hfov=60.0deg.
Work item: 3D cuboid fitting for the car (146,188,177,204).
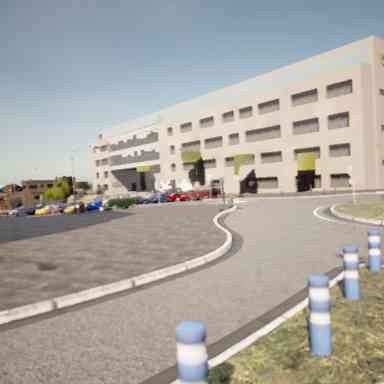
[{"bbox_3d":[-3.653,0.550,51.280,5.566,2.045,2.435,-6,0,-45],"label":"car"}]

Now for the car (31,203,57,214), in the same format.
[{"bbox_3d":[-38.732,4.322,87.113,5.566,2.045,2.435,-6,0,-45],"label":"car"}]

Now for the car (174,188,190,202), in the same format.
[{"bbox_3d":[0.307,0.431,47.359,4.792,1.488,2.163,-6,0,-45],"label":"car"}]

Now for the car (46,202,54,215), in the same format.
[{"bbox_3d":[-18.081,2.367,48.504,4.674,1.452,2.002,-6,0,-45],"label":"car"}]

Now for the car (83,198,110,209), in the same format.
[{"bbox_3d":[-19.252,2.354,67.187,4.553,1.767,2.185,-6,0,-45],"label":"car"}]

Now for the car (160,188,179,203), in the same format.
[{"bbox_3d":[-1.697,0.596,49.353,2.097,1.535,5.008,-6,0,45],"label":"car"}]

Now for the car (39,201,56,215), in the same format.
[{"bbox_3d":[-19.944,2.567,50.402,4.674,1.452,2.002,-6,0,-45],"label":"car"}]

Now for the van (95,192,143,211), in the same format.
[{"bbox_3d":[-8.367,1.083,38.408,4.442,1.987,1.878,-6,1,-45],"label":"van"}]

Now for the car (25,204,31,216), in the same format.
[{"bbox_3d":[-23.894,2.699,54.353,5.566,2.045,2.435,-6,0,-45],"label":"car"}]

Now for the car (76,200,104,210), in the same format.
[{"bbox_3d":[-21.170,2.687,69.192,4.892,1.521,2.231,-6,0,-45],"label":"car"}]

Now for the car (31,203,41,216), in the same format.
[{"bbox_3d":[-21.856,2.730,52.606,5.366,1.575,1.946,-6,0,-45],"label":"car"}]

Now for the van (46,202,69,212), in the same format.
[{"bbox_3d":[-32.813,3.711,81.209,4.442,1.987,1.878,-6,0,-45],"label":"van"}]

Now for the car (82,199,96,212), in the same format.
[{"bbox_3d":[-10.206,1.485,40.462,5.008,1.535,2.097,-6,0,-45],"label":"car"}]

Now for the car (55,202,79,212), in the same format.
[{"bbox_3d":[-28.962,3.398,77.172,4.553,1.767,2.185,-6,0,-45],"label":"car"}]

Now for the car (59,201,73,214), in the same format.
[{"bbox_3d":[-14.321,1.919,44.399,5.366,1.575,1.946,-6,0,-45],"label":"car"}]

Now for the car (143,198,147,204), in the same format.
[{"bbox_3d":[-5.575,1.039,53.268,4.792,1.488,2.163,-6,0,-45],"label":"car"}]

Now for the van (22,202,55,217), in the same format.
[{"bbox_3d":[-25.904,2.941,56.278,4.442,1.987,1.878,-6,0,-45],"label":"van"}]

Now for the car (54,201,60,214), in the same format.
[{"bbox_3d":[-16.115,2.145,46.537,4.792,1.488,2.163,-6,0,-45],"label":"car"}]

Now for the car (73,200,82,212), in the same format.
[{"bbox_3d":[-12.142,1.562,42.474,4.553,1.767,2.185,-6,0,-45],"label":"car"}]

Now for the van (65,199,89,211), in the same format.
[{"bbox_3d":[-25.174,2.890,73.092,4.442,1.987,1.878,-6,0,-45],"label":"van"}]

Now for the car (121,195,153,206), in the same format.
[{"bbox_3d":[-9.436,1.455,57.286,4.792,1.488,2.163,-6,0,-45],"label":"car"}]

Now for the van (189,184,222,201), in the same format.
[{"bbox_3d":[2.295,0.004,45.435,4.442,1.987,1.878,-6,1,-45],"label":"van"}]
